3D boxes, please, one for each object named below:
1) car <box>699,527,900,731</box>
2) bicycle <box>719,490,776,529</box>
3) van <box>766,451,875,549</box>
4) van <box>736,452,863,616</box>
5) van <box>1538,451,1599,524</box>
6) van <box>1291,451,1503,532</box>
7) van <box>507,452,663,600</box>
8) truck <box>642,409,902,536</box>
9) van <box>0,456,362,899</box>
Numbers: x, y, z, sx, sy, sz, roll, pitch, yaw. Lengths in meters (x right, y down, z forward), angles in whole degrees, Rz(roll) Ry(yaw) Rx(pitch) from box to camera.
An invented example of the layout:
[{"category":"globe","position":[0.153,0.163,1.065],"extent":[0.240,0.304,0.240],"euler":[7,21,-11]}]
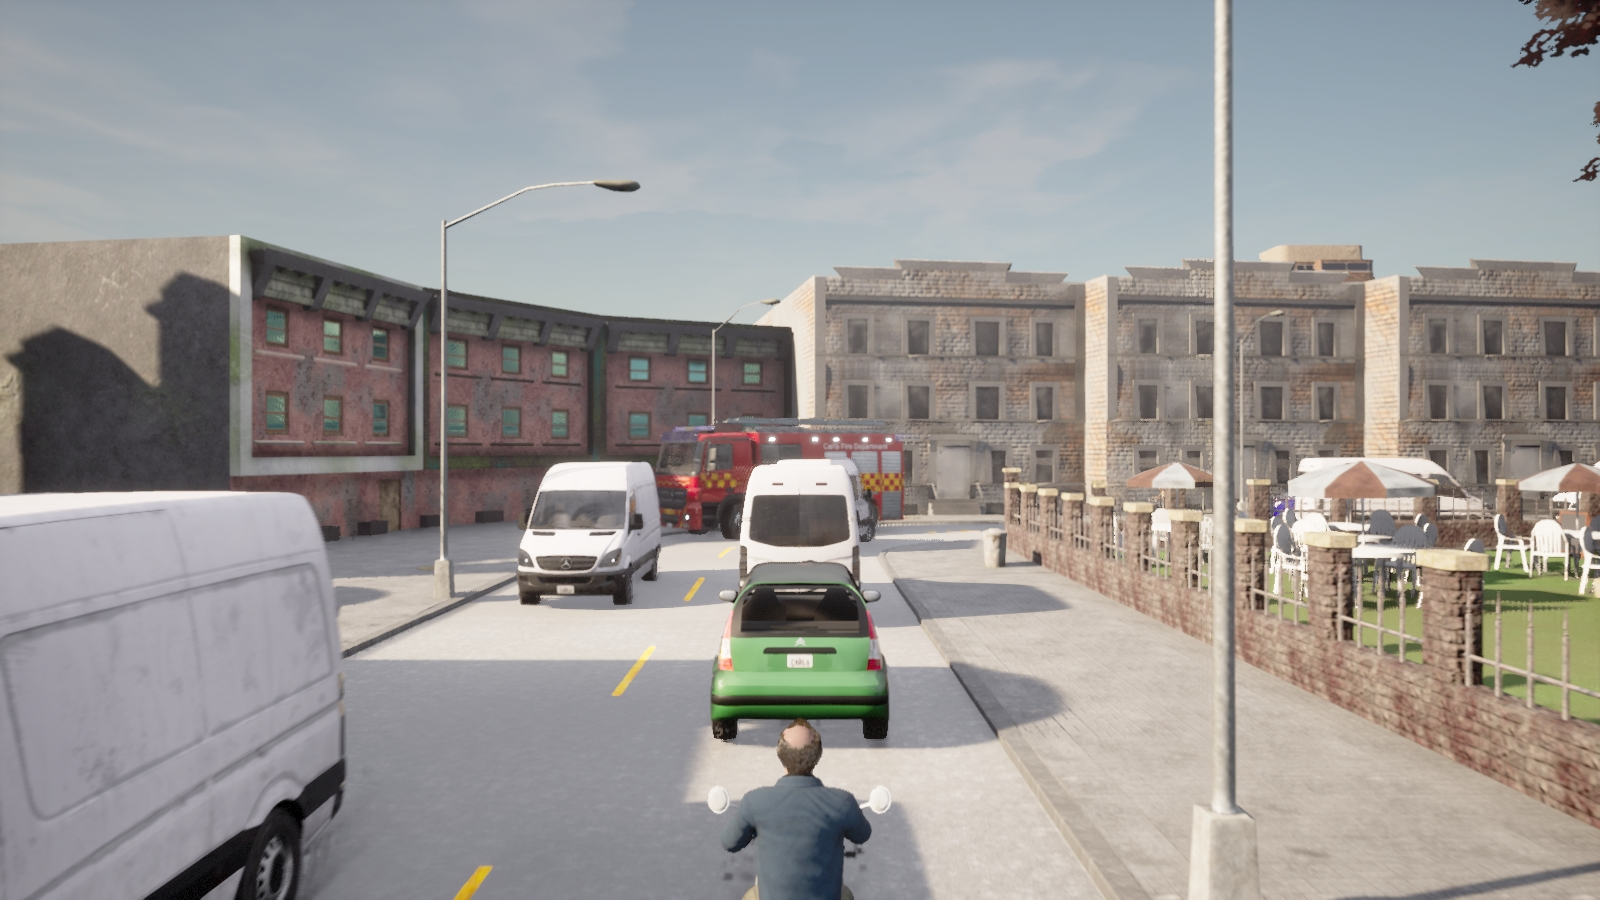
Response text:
[{"category":"car","position":[-0.006,1.781,12.514],"extent":[1.851,1.617,3.988],"euler":[0,0,0]},{"category":"bicycle","position":[-1.712,1.943,37.378],"extent":[1.835,1.271,0.329],"euler":[0,0,0]},{"category":"van","position":[0.724,1.319,33.008],"extent":[1.988,2.561,5.915],"euler":[-1,0,12]},{"category":"van","position":[-0.010,1.317,20.849],"extent":[1.988,2.561,5.915],"euler":[0,0,0]},{"category":"van","position":[30.323,1.314,41.343],"extent":[5.915,2.561,1.988],"euler":[-1,0,0]},{"category":"van","position":[19.458,1.318,37.415],"extent":[5.915,2.561,1.988],"euler":[0,0,1]},{"category":"van","position":[-4.056,1.317,22.660],"extent":[1.988,2.561,5.915],"euler":[0,0,0]},{"category":"truck","position":[-0.807,0.675,38.187],"extent":[8.468,3.827,2.891],"euler":[0,0,-34]},{"category":"van","position":[-4.010,1.316,4.902],"extent":[1.988,2.561,5.915],"euler":[0,0,0]}]
